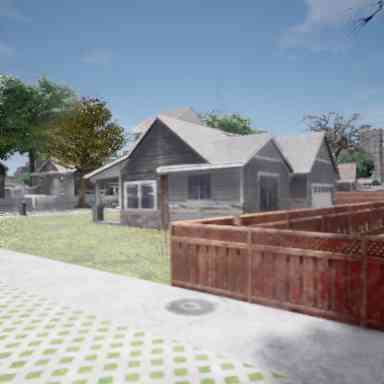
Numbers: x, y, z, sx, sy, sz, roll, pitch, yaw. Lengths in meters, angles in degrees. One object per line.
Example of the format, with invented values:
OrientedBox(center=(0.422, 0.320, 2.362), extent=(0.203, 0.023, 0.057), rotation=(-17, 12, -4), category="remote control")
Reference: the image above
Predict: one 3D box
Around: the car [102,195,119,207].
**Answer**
OrientedBox(center=(-9.856, 1.193, 44.569), extent=(2.128, 1.511, 4.902), rotation=(-2, 0, 37), category="car")
